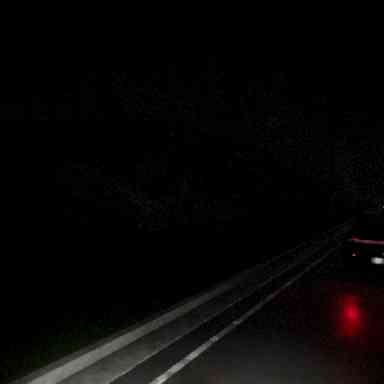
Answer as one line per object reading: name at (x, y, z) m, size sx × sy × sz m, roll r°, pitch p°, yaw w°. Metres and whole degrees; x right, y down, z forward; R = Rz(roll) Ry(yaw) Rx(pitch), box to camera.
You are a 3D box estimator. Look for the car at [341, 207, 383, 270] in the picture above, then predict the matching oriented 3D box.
car at (5.788, 1.420, 9.979) m, size 2.128 × 1.511 × 4.902 m, roll 1°, pitch 1°, yaw 34°
